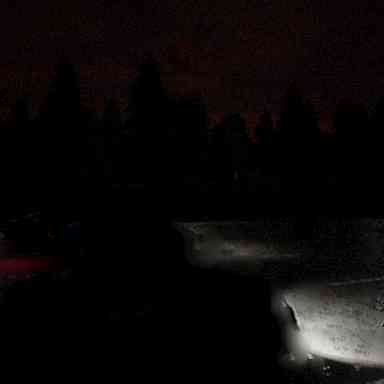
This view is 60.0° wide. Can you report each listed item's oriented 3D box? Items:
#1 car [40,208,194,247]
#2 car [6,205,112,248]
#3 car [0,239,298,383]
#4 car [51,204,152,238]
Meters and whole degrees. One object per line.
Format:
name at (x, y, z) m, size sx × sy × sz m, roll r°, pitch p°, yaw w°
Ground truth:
car at (-2.335, 1.474, 11.421) m, size 5.008 × 1.535 × 1.882 m, roll 0°, pitch 0°, yaw -21°
car at (-5.076, 1.492, 14.113) m, size 4.892 × 1.490 × 1.837 m, roll 0°, pitch 0°, yaw -21°
car at (-0.675, 1.563, 4.558) m, size 4.181 × 1.385 × 1.994 m, roll 0°, pitch 0°, yaw -21°
car at (-4.862, 1.468, 17.953) m, size 5.008 × 1.535 × 1.882 m, roll 0°, pitch 0°, yaw -21°
